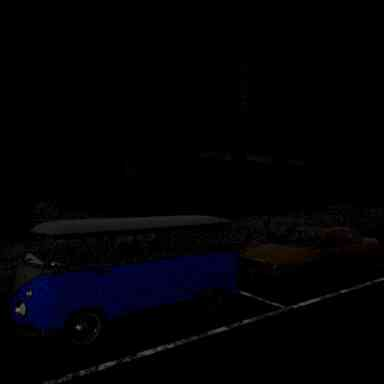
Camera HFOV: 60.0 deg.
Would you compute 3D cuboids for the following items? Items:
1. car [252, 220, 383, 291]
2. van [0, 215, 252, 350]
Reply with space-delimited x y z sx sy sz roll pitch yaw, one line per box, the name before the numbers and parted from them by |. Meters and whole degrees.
car | 3.291 1.525 8.976 4.829 1.417 1.752 0 0 -35
van | -1.006 1.341 5.928 3.998 1.788 1.690 0 0 -35
